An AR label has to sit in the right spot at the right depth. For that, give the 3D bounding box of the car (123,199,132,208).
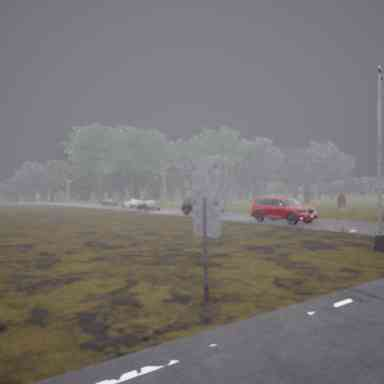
[{"bbox_3d":[-9.882,1.864,55.321,1.812,1.442,4.674,-1,0,-36],"label":"car"}]

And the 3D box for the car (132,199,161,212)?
[{"bbox_3d":[-5.919,1.824,44.783,1.812,1.442,4.674,-1,0,-35],"label":"car"}]

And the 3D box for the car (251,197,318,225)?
[{"bbox_3d":[7.168,1.424,26.545,2.150,2.045,5.566,-1,1,-36],"label":"car"}]

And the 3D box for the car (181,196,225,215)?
[{"bbox_3d":[1.044,1.451,35.074,2.150,2.045,5.566,-1,1,-36],"label":"car"}]

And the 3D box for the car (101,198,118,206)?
[{"bbox_3d":[-15.747,1.940,63.473,2.128,1.511,4.902,-1,0,-36],"label":"car"}]
